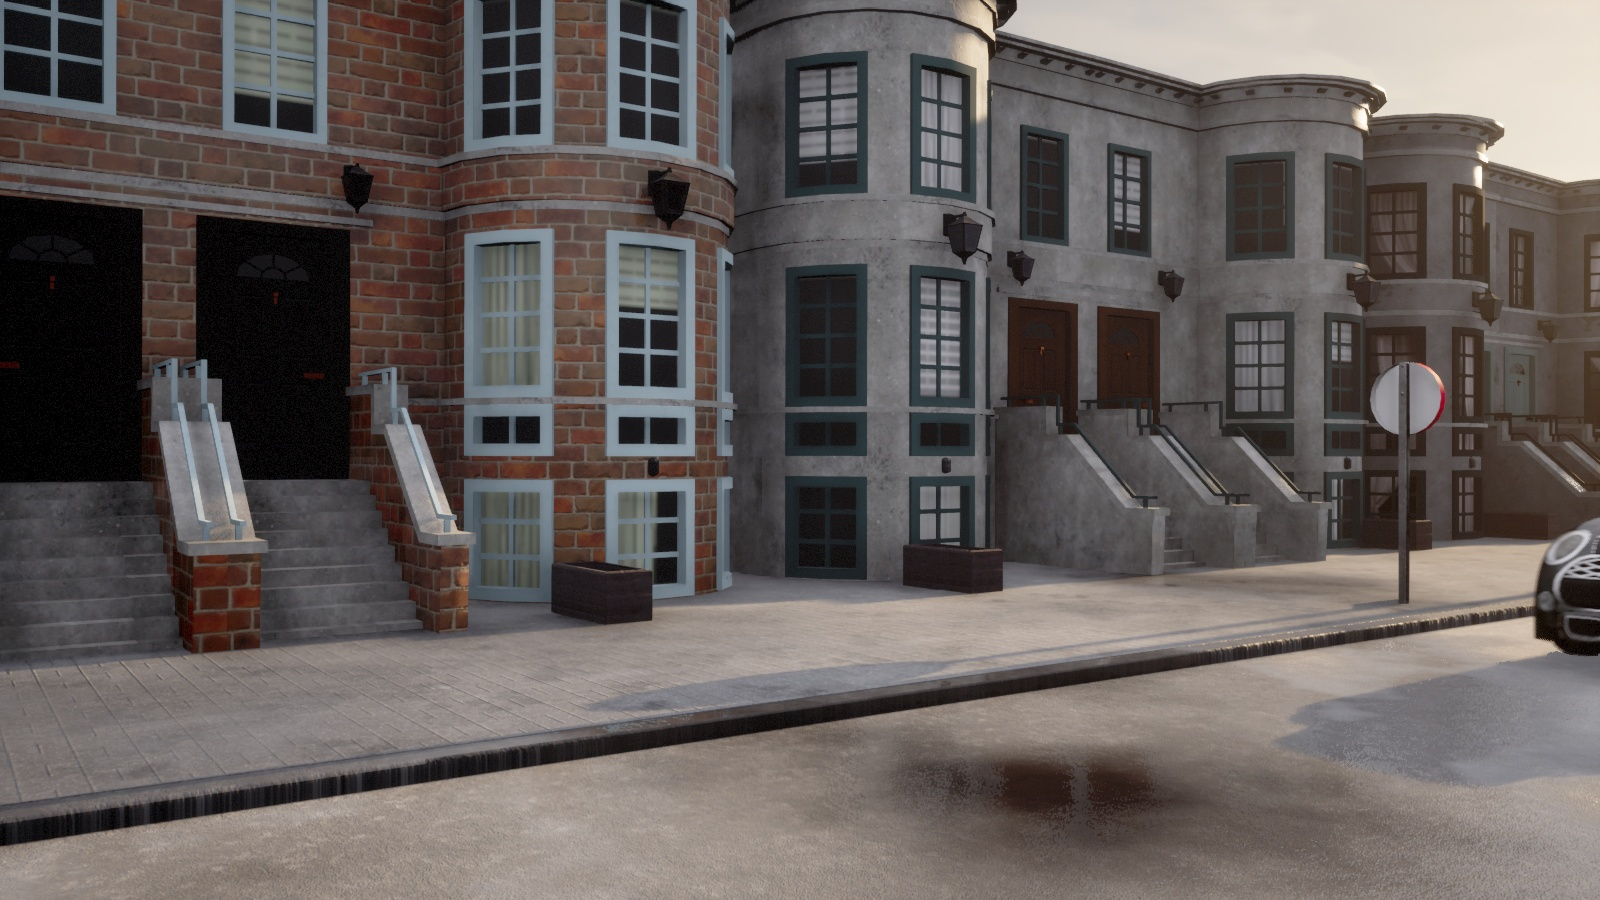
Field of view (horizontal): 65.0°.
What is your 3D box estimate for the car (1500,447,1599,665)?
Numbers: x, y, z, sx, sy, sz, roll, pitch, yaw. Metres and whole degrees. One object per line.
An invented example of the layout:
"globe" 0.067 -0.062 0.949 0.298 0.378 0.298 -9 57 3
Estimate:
"car" 7.192 0.717 9.285 3.806 1.475 1.970 0 0 -33
